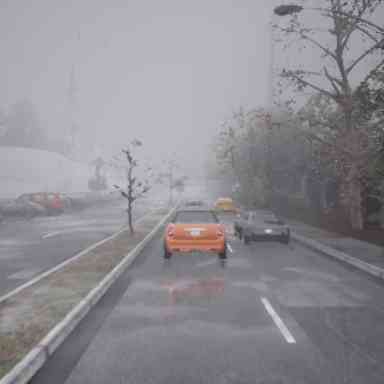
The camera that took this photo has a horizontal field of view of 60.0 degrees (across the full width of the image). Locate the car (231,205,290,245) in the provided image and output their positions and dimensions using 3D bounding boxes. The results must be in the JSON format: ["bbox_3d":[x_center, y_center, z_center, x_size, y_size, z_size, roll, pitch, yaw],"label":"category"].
[{"bbox_3d":[3.105,1.536,15.492,1.994,1.385,4.181,0,0,0],"label":"car"}]

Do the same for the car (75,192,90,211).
[{"bbox_3d":[-13.827,1.018,34.591,5.566,2.045,2.435,-1,1,-20],"label":"car"}]

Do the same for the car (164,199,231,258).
[{"bbox_3d":[0.104,1.338,12.827,2.097,1.767,4.553,0,0,0],"label":"car"}]

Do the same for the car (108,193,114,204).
[{"bbox_3d":[-13.833,1.154,46.509,4.674,1.452,2.002,-1,1,-20],"label":"car"}]

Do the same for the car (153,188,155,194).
[{"bbox_3d":[-13.795,0.305,94.548,4.674,1.452,2.002,-1,1,-20],"label":"car"}]

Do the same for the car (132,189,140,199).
[{"bbox_3d":[-13.990,0.837,67.455,5.366,1.575,1.946,-1,1,-20],"label":"car"}]

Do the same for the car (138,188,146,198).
[{"bbox_3d":[-13.790,0.494,73.543,5.566,2.045,2.435,-1,1,-20],"label":"car"}]

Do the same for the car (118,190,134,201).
[{"bbox_3d":[-13.798,0.947,61.532,4.792,1.488,2.163,-1,1,-20],"label":"car"}]

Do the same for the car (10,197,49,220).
[{"bbox_3d":[-13.853,1.420,25.628,4.674,1.452,2.002,-1,1,-20],"label":"car"}]

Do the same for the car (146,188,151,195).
[{"bbox_3d":[-13.832,0.317,82.522,5.566,2.045,2.435,-1,1,-20],"label":"car"}]

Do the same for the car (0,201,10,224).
[{"bbox_3d":[-13.835,1.467,19.671,4.792,1.488,2.163,-1,0,-20],"label":"car"}]

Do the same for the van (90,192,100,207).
[{"bbox_3d":[-13.954,0.968,40.499,4.442,1.987,1.878,-1,1,-20],"label":"van"}]

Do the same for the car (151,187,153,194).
[{"bbox_3d":[-13.827,0.221,91.534,4.553,1.767,2.185,-1,1,-20],"label":"car"}]

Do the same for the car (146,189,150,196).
[{"bbox_3d":[-13.634,0.624,79.600,5.366,1.575,1.946,-1,1,-20],"label":"car"}]

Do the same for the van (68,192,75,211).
[{"bbox_3d":[-13.746,1.081,31.639,4.442,1.987,1.878,-1,1,-20],"label":"van"}]

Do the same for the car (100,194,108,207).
[{"bbox_3d":[-13.812,1.027,43.535,4.553,1.767,2.185,-1,1,-20],"label":"car"}]

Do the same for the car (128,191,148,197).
[{"bbox_3d":[-13.826,0.528,85.526,4.792,1.488,2.163,-1,2,-20],"label":"car"}]

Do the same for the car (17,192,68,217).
[{"bbox_3d":[-13.883,1.096,28.595,5.566,2.045,2.435,-1,1,-20],"label":"car"}]

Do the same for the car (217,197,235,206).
[{"bbox_3d":[3.110,1.276,32.662,1.882,1.535,5.008,0,1,0],"label":"car"}]

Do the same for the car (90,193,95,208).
[{"bbox_3d":[-13.840,1.232,37.563,4.892,1.521,2.231,-1,1,-20],"label":"car"}]

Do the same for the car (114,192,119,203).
[{"bbox_3d":[-13.809,1.104,49.528,4.792,1.488,2.163,-1,1,-20],"label":"car"}]
